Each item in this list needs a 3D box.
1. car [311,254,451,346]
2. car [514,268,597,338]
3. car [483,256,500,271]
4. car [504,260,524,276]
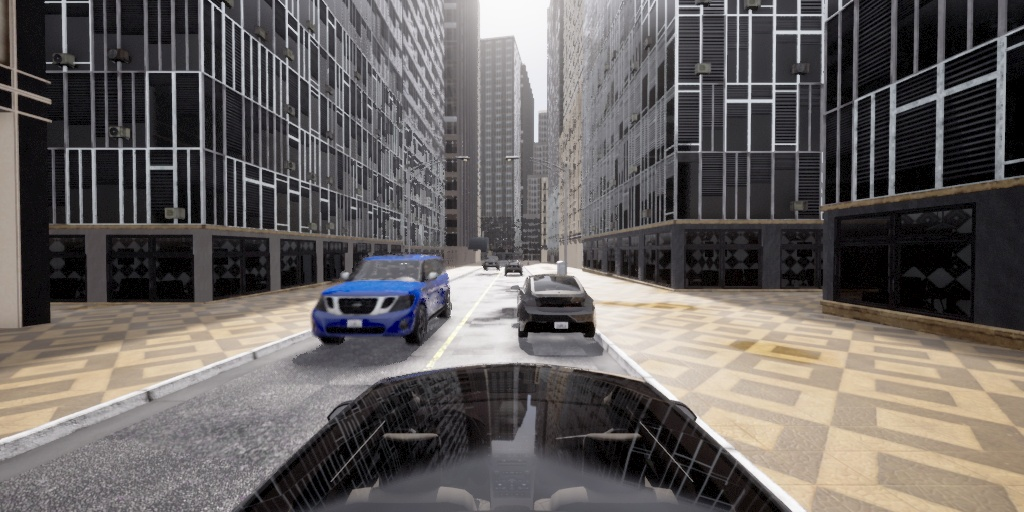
[{"bbox_3d":[-3.079,0.970,9.795,2.150,2.045,5.566,0,0,0],"label":"car"},{"bbox_3d":[1.073,1.255,10.183,1.837,1.490,4.892,0,0,0],"label":"car"},{"bbox_3d":[-2.866,0.989,50.619,2.150,2.045,5.566,0,0,0],"label":"car"},{"bbox_3d":[0.172,1.263,37.860,1.837,1.490,4.892,0,0,0],"label":"car"}]
